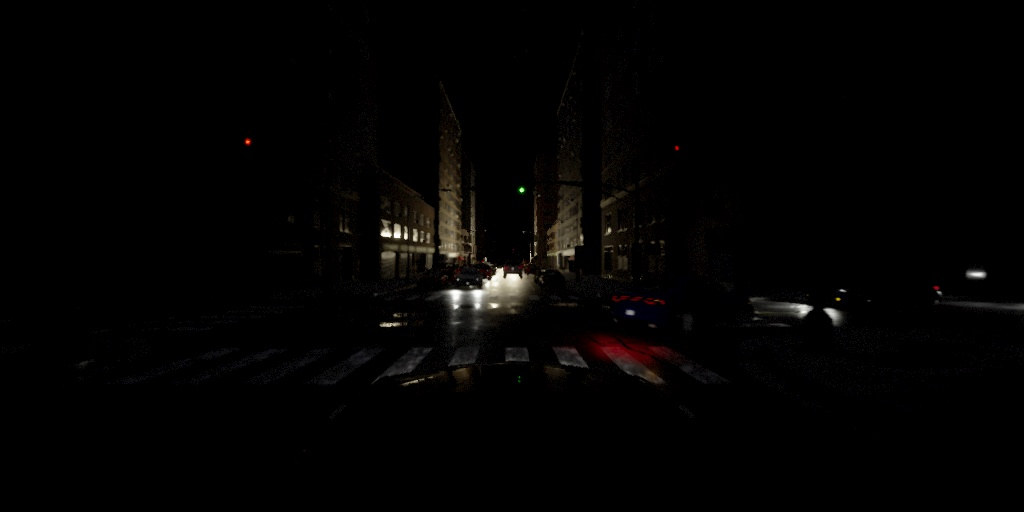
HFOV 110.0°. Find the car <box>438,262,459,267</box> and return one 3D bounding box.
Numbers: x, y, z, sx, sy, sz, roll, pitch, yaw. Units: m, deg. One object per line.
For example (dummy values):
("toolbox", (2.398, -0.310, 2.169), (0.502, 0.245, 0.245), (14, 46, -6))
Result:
("car", (-5.677, 1.462, 31.663), (2.192, 1.841, 5.009), (0, 0, 0))

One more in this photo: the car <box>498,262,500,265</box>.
("car", (-3.031, 1.849, 46.664), (2.128, 1.511, 4.902), (0, -1, 0))

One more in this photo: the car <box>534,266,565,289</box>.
("car", (2.850, 1.654, 26.128), (1.802, 1.307, 4.207), (0, 0, 0))

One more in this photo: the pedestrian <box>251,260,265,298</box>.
("pedestrian", (-12.549, 1.102, 17.637), (0.375, 1.860, 0.375), (0, 0, 0))

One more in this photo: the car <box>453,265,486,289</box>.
("car", (-3.108, 1.605, 26.647), (1.812, 1.442, 4.674), (0, -1, -3))

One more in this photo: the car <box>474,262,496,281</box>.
("car", (-3.094, 1.565, 36.343), (2.097, 1.767, 4.553), (0, -1, 0))

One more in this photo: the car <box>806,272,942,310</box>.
("car", (14.678, 1.361, 14.705), (4.181, 1.385, 1.994), (0, 0, 0))

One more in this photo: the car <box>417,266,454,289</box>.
("car", (-5.675, 1.654, 26.099), (1.802, 1.307, 4.207), (0, 0, 0))

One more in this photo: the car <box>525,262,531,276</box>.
("car", (2.845, 1.927, 48.379), (1.888, 1.381, 4.507), (0, 0, 0))

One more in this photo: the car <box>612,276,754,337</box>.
("car", (5.206, 1.329, 10.796), (5.008, 1.535, 1.882), (0, -2, -33))

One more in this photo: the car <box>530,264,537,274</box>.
("car", (2.849, 1.674, 31.861), (1.751, 1.417, 4.829), (0, 0, 0))

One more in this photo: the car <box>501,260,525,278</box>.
("car", (0.090, 1.529, 43.161), (2.150, 2.045, 5.566), (0, -1, 0))
